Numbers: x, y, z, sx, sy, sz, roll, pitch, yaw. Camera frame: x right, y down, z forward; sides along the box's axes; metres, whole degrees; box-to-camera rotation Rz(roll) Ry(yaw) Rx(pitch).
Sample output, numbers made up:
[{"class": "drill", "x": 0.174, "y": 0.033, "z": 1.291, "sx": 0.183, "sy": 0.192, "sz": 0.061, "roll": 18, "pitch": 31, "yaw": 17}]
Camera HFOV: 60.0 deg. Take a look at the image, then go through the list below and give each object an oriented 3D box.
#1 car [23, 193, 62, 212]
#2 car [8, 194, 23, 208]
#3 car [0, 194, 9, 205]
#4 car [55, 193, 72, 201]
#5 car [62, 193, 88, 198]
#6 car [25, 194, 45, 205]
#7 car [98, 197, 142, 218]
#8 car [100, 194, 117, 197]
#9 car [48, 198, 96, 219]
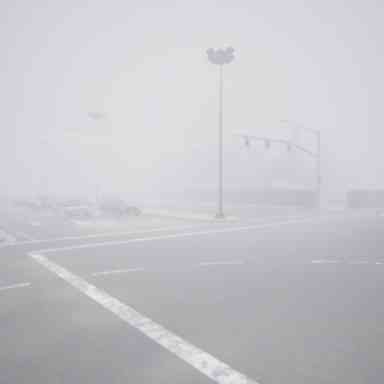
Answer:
[{"class": "car", "x": -15.093, "y": 1.059, "z": 33.508, "sx": 2.097, "sy": 1.767, "sz": 4.553, "roll": 0, "pitch": 1, "yaw": -38}, {"class": "car", "x": -20.649, "y": 1.124, "z": 40.670, "sx": 1.882, "sy": 1.535, "sz": 5.008, "roll": 0, "pitch": 1, "yaw": -38}, {"class": "car", "x": -26.986, "y": 1.054, "z": 48.931, "sx": 1.882, "sy": 1.535, "sz": 5.008, "roll": 0, "pitch": 1, "yaw": -37}, {"class": "car", "x": -25.499, "y": 0.899, "z": 65.978, "sx": 1.882, "sy": 1.535, "sz": 5.008, "roll": 0, "pitch": 1, "yaw": -38}, {"class": "car", "x": -11.734, "y": 1.196, "z": 34.892, "sx": 1.837, "sy": 1.490, "sz": 4.892, "roll": 0, "pitch": 1, "yaw": -38}, {"class": "car", "x": -23.953, "y": 1.063, "z": 50.726, "sx": 1.837, "sy": 1.490, "sz": 4.892, "roll": 0, "pitch": 1, "yaw": -37}, {"class": "car", "x": -6.034, "y": 1.354, "z": 27.573, "sx": 1.895, "sy": 1.301, "sz": 4.718, "roll": 0, "pitch": 1, "yaw": -38}, {"class": "car", "x": -12.589, "y": 1.052, "z": 49.351, "sx": 2.128, "sy": 1.511, "sz": 4.902, "roll": 0, "pitch": 1, "yaw": -38}, {"class": "car", "x": -9.542, "y": 1.368, "z": 26.382, "sx": 1.895, "sy": 1.301, "sz": 4.718, "roll": 0, "pitch": 1, "yaw": -38}]
